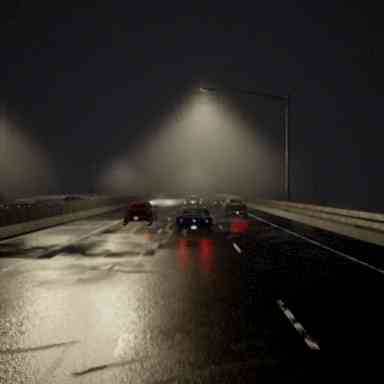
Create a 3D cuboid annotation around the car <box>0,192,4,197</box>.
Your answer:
[{"bbox_3d":[-21.093,1.028,33.587,2.150,2.045,5.566,0,0,1],"label":"car"}]

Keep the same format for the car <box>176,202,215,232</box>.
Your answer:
[{"bbox_3d":[0.101,1.492,19.085,1.895,1.301,4.718,0,0,0],"label":"car"}]

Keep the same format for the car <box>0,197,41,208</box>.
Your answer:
[{"bbox_3d":[-17.594,1.403,34.422,1.895,1.301,4.718,0,0,0],"label":"car"}]

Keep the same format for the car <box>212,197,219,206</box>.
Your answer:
[{"bbox_3d":[3.559,1.300,43.245,2.033,1.411,5.357,0,0,1],"label":"car"}]

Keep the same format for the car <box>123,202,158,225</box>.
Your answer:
[{"bbox_3d":[-3.399,1.397,22.469,1.812,1.442,4.674,0,0,0],"label":"car"}]

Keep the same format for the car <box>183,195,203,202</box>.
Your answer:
[{"bbox_3d":[0.100,1.141,36.856,2.097,1.767,4.553,0,0,0],"label":"car"}]

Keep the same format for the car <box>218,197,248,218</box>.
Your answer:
[{"bbox_3d":[3.580,1.343,28.444,1.837,1.490,4.892,0,1,0],"label":"car"}]

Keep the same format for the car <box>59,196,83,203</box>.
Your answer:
[{"bbox_3d":[-14.089,1.281,38.953,1.837,1.490,4.892,0,0,0],"label":"car"}]
